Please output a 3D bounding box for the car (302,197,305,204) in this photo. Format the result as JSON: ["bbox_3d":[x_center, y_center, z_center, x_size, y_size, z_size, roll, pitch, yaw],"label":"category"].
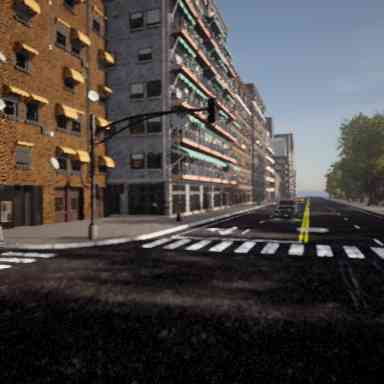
[{"bbox_3d":[22.531,1.686,69.727,1.882,1.535,5.008,-1,0,19],"label":"car"}]

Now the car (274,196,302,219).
[{"bbox_3d":[8.940,1.484,31.143,2.097,1.767,4.553,-1,-1,19],"label":"car"}]
